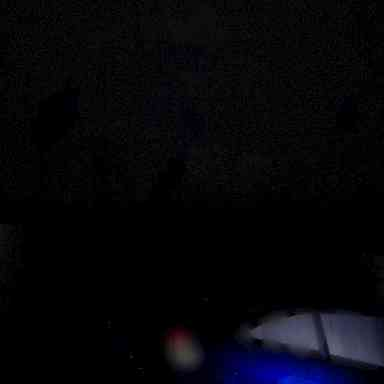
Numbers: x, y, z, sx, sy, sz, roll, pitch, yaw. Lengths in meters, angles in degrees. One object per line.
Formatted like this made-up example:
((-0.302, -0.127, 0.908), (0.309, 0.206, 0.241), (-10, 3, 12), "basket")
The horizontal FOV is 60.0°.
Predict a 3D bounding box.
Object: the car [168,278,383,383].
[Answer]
((1.868, 1.564, 2.871), (4.181, 1.385, 1.994), (0, 0, 29), "car")
